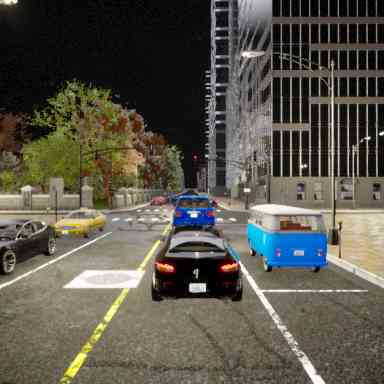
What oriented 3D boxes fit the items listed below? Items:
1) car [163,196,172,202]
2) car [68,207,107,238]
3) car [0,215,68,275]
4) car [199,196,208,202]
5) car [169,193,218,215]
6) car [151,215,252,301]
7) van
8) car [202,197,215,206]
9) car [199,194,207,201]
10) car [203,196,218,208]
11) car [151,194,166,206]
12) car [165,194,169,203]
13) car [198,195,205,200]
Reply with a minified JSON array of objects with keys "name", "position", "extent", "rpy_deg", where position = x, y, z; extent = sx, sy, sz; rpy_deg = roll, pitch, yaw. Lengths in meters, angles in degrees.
[{"name":"car","position":[-5.730,1.541,76.974],"extent":[1.802,1.307,4.206],"rpy_deg":[0,0,0]},{"name":"car","position":[-5.827,1.519,17.672],"extent":[1.752,1.417,4.829],"rpy_deg":[0,0,0]},{"name":"car","position":[-5.775,1.563,10.438],"extent":[1.947,1.339,4.313],"rpy_deg":[0,0,0]},{"name":"car","position":[2.651,1.525,76.974],"extent":[1.947,1.339,4.313],"rpy_deg":[0,0,0]},{"name":"car","position":[0.091,1.214,18.518],"extent":[2.150,2.045,5.566],"rpy_deg":[0,0,0]},{"name":"car","position":[0.098,1.524,8.168],"extent":[1.812,1.442,4.674],"rpy_deg":[0,0,0]},{"name":"van","position":[2.769,1.338,10.444],"extent":[1.690,1.788,3.998],"rpy_deg":[0,0,0]},{"name":"car","position":[2.663,1.541,54.250],"extent":[1.947,1.339,4.313],"rpy_deg":[0,0,0]},{"name":"car","position":[2.649,1.392,82.655],"extent":[1.967,1.590,4.097],"rpy_deg":[0,0,0]},{"name":"car","position":[2.667,1.418,48.569],"extent":[1.967,1.590,4.097],"rpy_deg":[0,0,0]},{"name":"car","position":[-5.718,1.520,54.243],"extent":[1.887,1.381,4.507],"rpy_deg":[0,0,0]},{"name":"car","position":[-5.721,1.523,59.926],"extent":[2.008,1.369,4.403],"rpy_deg":[0,0,0]},{"name":"car","position":[2.643,1.457,94.191],"extent":[1.752,1.417,4.829],"rpy_deg":[0,0,0]}]
